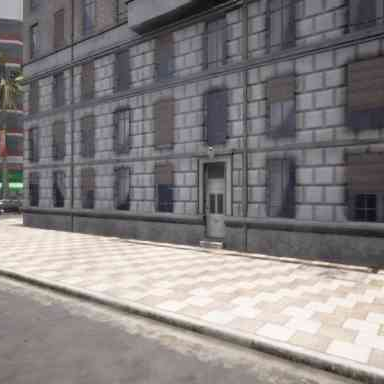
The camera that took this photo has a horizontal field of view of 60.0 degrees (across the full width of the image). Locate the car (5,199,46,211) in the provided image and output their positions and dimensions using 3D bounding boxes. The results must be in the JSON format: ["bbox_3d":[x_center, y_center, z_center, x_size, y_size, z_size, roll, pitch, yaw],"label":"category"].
[{"bbox_3d":[-20.821,1.564,41.787,1.994,1.385,4.181,0,0,36],"label":"car"}]

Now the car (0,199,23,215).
[{"bbox_3d":[-18.028,1.505,33.434,1.837,1.490,4.892,0,0,36],"label":"car"}]
